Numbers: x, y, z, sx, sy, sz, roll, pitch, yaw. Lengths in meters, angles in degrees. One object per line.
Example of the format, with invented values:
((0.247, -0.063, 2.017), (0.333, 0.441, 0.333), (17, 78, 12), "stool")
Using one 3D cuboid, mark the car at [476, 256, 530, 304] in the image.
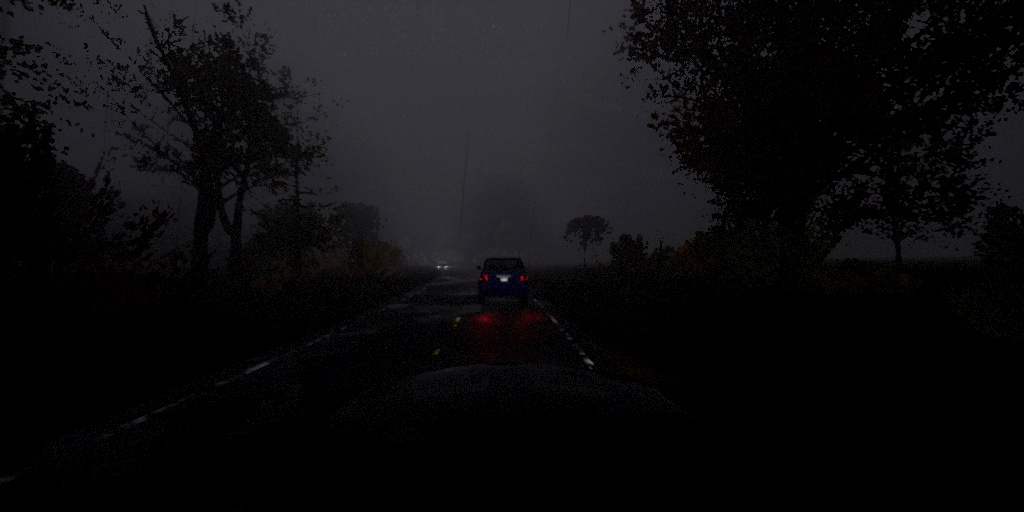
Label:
((-0.471, 1.014, 16.645), (2.150, 2.045, 5.566), (0, 0, -4), "car")
